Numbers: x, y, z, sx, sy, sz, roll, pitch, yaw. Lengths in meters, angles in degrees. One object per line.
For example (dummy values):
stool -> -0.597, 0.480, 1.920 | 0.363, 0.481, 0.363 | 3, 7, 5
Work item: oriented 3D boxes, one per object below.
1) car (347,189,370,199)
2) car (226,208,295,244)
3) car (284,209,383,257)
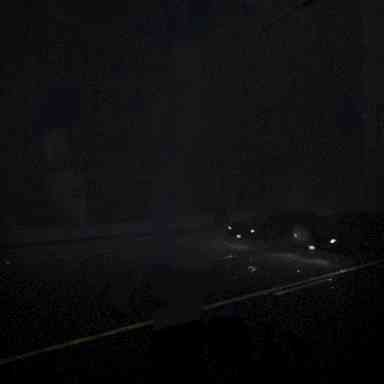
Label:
car -> 24.284, 0.209, 48.787 | 3.806, 1.475, 1.970 | -3, 2, -35
car -> 4.123, 1.456, 15.517 | 5.357, 1.411, 2.033 | -1, 0, -35
car -> 6.179, 1.455, 12.684 | 5.357, 1.411, 2.033 | -1, 0, -35
